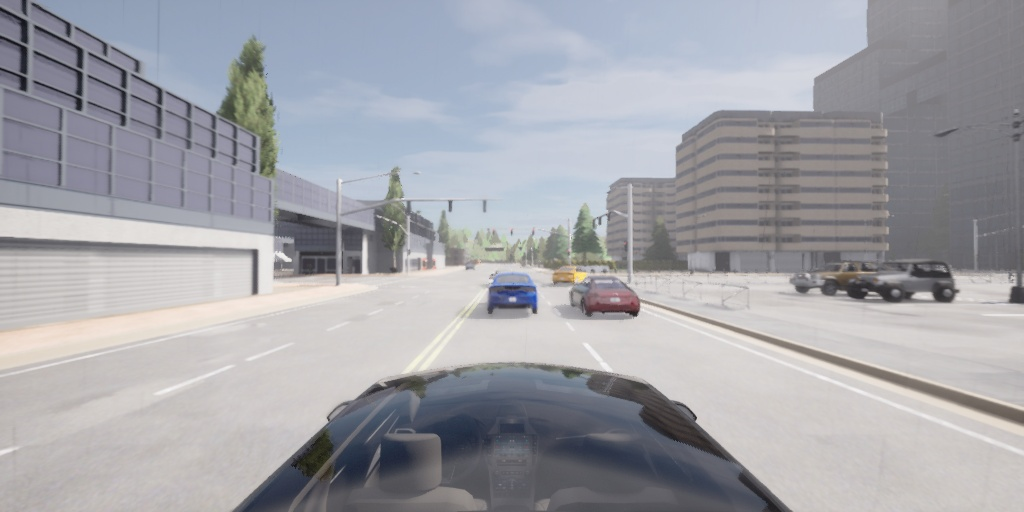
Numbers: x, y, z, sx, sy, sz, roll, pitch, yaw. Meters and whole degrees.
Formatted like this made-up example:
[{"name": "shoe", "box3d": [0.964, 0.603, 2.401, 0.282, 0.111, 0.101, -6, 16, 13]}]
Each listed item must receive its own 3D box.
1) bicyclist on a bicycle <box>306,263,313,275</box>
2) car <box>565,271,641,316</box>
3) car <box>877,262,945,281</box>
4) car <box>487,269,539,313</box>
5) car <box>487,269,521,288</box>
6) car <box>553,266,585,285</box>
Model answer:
[{"name": "bicyclist on a bicycle", "box3d": [-26.170, 1.665, 46.311, 0.582, 1.620, 1.656, 0, -1, -1]}, {"name": "car", "box3d": [3.529, 1.487, 14.255, 1.994, 1.385, 4.181, 0, -1, 0]}, {"name": "car", "box3d": [45.769, 1.787, 41.196, 4.902, 1.511, 2.128, 0, -1, -1]}, {"name": "car", "box3d": [0.029, 1.409, 14.892, 1.882, 1.535, 5.008, 0, -1, 0]}, {"name": "car", "box3d": [-0.721, 1.718, 28.441, 1.895, 1.301, 4.718, 0, -1, -11]}, {"name": "car", "box3d": [4.989, 1.617, 30.017, 1.882, 1.535, 5.008, -1, -1, 26]}]
